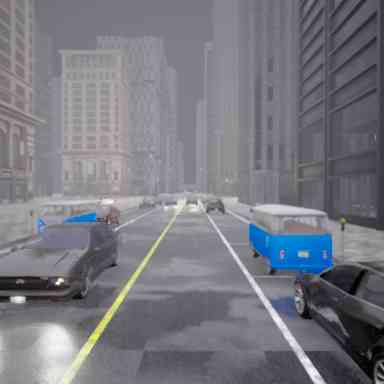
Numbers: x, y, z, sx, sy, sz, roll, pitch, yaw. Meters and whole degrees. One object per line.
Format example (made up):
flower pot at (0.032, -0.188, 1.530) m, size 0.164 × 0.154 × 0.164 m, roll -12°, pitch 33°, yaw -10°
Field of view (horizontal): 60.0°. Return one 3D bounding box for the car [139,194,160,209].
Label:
car at (-5.771, 1.336, 43.937) m, size 1.967 × 1.590 × 4.097 m, roll 0°, pitch 0°, yaw 0°

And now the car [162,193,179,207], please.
car at (-3.084, 1.382, 50.209) m, size 1.837 × 1.490 × 4.892 m, roll 0°, pitch 1°, yaw 0°

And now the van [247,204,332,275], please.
van at (2.757, 1.318, 10.097) m, size 1.690 × 1.788 × 3.998 m, roll 0°, pitch 0°, yaw 0°

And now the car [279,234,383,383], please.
car at (2.759, 1.556, 4.456) m, size 1.947 × 1.339 × 4.313 m, roll 0°, pitch 0°, yaw 0°

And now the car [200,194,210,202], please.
car at (2.752, 1.253, 72.145) m, size 1.967 × 1.590 × 4.097 m, roll 0°, pitch 0°, yaw 0°

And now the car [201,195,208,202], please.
car at (2.754, 1.447, 49.581) m, size 1.947 × 1.339 × 4.313 m, roll 0°, pitch 0°, yaw 0°

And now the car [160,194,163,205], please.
car at (-5.771, 1.431, 55.220) m, size 1.947 × 1.339 × 4.313 m, roll 0°, pitch 0°, yaw 0°

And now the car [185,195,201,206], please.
car at (-0.006, 1.364, 52.670) m, size 2.128 × 1.511 × 4.902 m, roll 0°, pitch 0°, yaw 0°

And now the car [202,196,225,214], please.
car at (2.351, 1.425, 34.396) m, size 1.837 × 1.490 × 4.892 m, roll 0°, pitch 0°, yaw 0°

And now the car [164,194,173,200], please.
car at (-5.774, 1.326, 83.425) m, size 2.008 × 1.369 × 4.403 m, roll 0°, pitch 0°, yaw 0°

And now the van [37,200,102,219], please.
van at (-5.768, 1.305, 15.733) m, size 1.690 × 1.788 × 3.998 m, roll 0°, pitch 0°, yaw 0°

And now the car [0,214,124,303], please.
car at (-3.103, 1.528, 8.595) m, size 2.033 × 1.411 × 5.357 m, roll 0°, pitch 0°, yaw 0°

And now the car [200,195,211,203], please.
car at (2.753, 1.382, 66.503) m, size 2.008 × 1.369 × 4.403 m, roll 0°, pitch 0°, yaw 0°

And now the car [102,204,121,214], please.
car at (-5.768, 1.496, 21.375) m, size 1.887 × 1.381 × 4.507 m, roll 0°, pitch 0°, yaw 0°

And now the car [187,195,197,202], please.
car at (-0.008, 1.334, 68.922) m, size 1.895 × 1.301 × 4.718 m, roll 0°, pitch 0°, yaw 0°

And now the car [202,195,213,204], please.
car at (2.753, 1.373, 61.033) m, size 1.752 × 1.417 × 4.829 m, roll 0°, pitch 0°, yaw 0°

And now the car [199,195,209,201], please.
car at (2.752, 1.345, 77.786) m, size 2.008 × 1.369 × 4.403 m, roll 0°, pitch 0°, yaw 0°
